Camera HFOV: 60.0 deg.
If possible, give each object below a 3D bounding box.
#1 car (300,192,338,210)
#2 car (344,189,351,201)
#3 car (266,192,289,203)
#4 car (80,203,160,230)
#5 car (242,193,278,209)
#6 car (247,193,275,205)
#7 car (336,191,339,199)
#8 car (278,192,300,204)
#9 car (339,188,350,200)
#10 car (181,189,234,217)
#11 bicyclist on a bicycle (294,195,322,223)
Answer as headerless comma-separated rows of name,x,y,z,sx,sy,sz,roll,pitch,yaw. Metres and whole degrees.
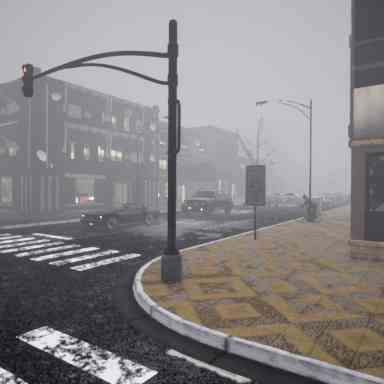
car,12.673,0.993,33.051,2.008,1.369,4.403,2,2,35
car,25.436,0.619,51.669,1.887,1.381,4.507,2,2,35
car,12.126,0.767,47.226,1.802,1.307,4.206,2,2,35
car,-4.050,1.334,19.284,1.895,1.301,4.718,1,1,35
car,7.103,1.014,35.372,1.895,1.301,4.718,1,1,35
car,8.886,0.821,42.604,1.887,1.381,4.507,2,2,35
car,18.555,0.788,46.299,1.895,1.301,4.718,1,1,35
car,12.977,0.771,43.784,1.812,1.442,4.674,1,1,34
car,24.237,0.572,54.535,2.033,1.411,5.357,1,1,36
car,1.392,0.798,27.124,2.150,2.045,5.566,1,1,35
bicyclist on a bicycle,6.797,1.003,19.582,1.656,1.620,0.582,0,1,35
